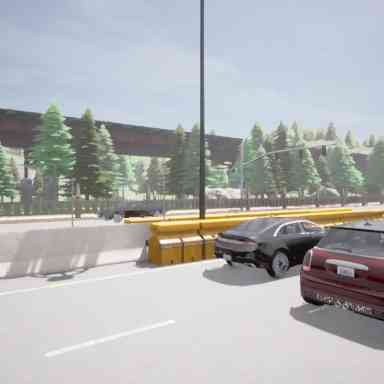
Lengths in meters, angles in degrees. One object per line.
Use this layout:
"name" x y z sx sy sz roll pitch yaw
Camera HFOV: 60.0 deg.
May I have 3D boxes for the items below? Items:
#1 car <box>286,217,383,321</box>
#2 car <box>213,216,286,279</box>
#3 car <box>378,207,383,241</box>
"car" 4.310 1.352 6.825 4.553 1.767 2.097 0 0 -36
"car" 2.891 1.492 10.109 4.902 1.511 2.128 0 0 -36
"car" 11.309 1.492 16.119 4.902 1.511 2.128 0 0 -36
